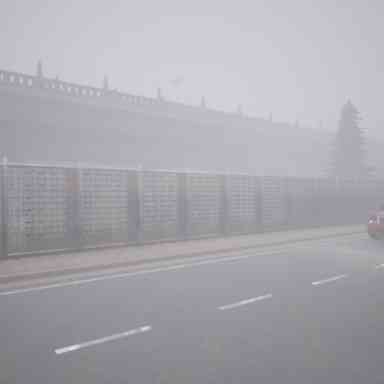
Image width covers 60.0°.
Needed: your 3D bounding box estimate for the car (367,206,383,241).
[{"bbox_3d":[10.591,1.236,15.778,5.566,2.045,2.150,0,0,-35],"label":"car"}]
